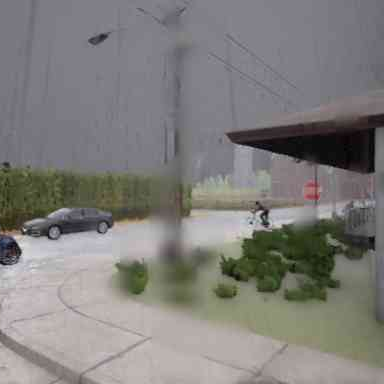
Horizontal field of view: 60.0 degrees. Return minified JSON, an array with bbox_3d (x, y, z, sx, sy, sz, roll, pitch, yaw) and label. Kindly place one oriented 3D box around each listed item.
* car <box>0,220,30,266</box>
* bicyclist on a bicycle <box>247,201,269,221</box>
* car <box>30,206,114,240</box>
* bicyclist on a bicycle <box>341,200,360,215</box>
[{"bbox_3d":[-6.536,1.556,8.819,1.812,1.442,4.674,-1,0,3],"label":"car"},{"bbox_3d":[3.881,1.338,19.012,1.656,1.620,0.582,0,0,22],"label":"bicyclist on a bicycle"},{"bbox_3d":[-6.383,1.552,17.531,1.837,1.490,4.892,0,0,36],"label":"car"},{"bbox_3d":[9.144,1.318,19.268,1.656,1.620,0.582,0,0,-12],"label":"bicyclist on a bicycle"}]
